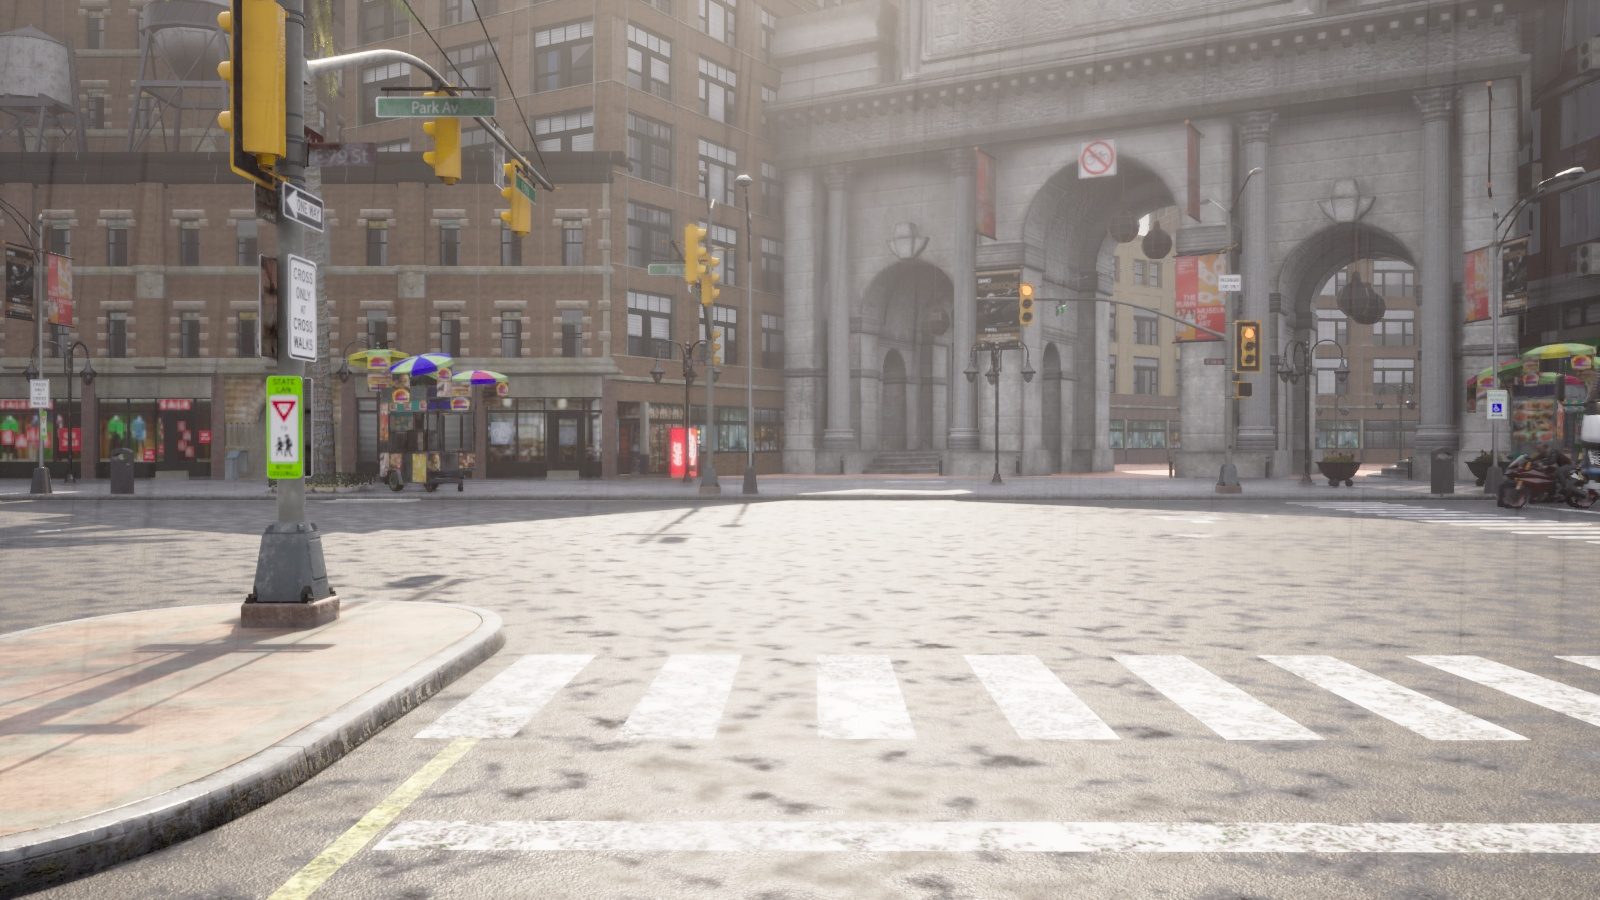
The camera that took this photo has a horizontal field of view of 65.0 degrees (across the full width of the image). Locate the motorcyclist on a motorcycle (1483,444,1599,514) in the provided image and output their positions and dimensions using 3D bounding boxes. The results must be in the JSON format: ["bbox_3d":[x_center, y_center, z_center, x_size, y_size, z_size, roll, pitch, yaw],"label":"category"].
[{"bbox_3d":[16.672,0.636,28.179,2.191,1.530,0.866,0,0,1],"label":"motorcyclist on a motorcycle"}]

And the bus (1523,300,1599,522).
[{"bbox_3d":[20.470,-0.752,24.629,10.273,4.253,3.944,0,0,0],"label":"bus"}]
